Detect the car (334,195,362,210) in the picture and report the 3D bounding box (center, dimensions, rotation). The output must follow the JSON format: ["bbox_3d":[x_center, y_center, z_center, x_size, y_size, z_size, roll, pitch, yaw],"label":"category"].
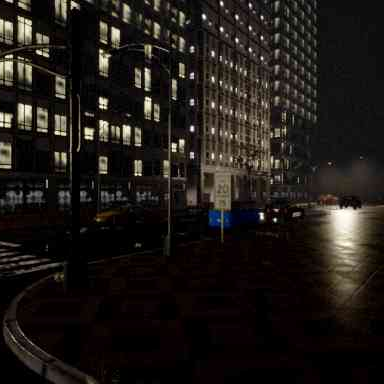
[{"bbox_3d":[21.195,1.369,44.494,2.192,1.841,5.009,0,0,38],"label":"car"}]

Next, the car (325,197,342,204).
[{"bbox_3d":[28.527,1.625,66.936,2.008,1.369,4.403,0,0,38],"label":"car"}]

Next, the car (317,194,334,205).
[{"bbox_3d":[25.133,1.381,62.528,2.192,1.841,5.009,0,0,38],"label":"car"}]

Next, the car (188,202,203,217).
[{"bbox_3d":[1.375,1.604,31.667,1.802,1.307,4.206,0,0,38],"label":"car"}]

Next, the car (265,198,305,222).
[{"bbox_3d":[7.619,1.473,26.859,1.967,1.590,4.097,0,0,38],"label":"car"}]

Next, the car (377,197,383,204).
[{"bbox_3d":[38.164,1.659,66.536,1.947,1.339,4.313,0,0,38],"label":"car"}]

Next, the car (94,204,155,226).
[{"bbox_3d":[-4.734,1.540,23.944,1.752,1.417,4.829,0,0,38],"label":"car"}]

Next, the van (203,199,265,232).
[{"bbox_3d":[2.656,1.368,20.230,1.690,1.788,3.998,0,0,38],"label":"van"}]
